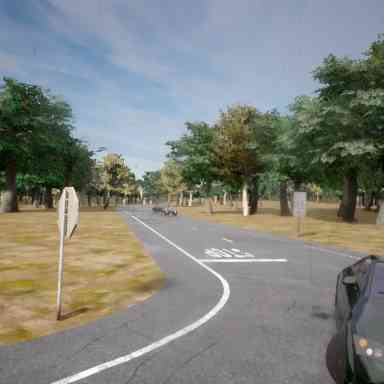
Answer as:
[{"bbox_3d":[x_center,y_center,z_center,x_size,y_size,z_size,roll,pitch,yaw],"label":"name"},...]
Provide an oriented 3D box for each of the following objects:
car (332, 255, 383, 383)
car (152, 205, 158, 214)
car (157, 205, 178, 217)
[{"bbox_3d":[3.105,1.643,4.618,1.994,1.385,4.181,1,-1,22],"label":"car"},{"bbox_3d":[-5.652,2.963,56.882,1.882,1.535,5.008,3,-2,-14],"label":"car"},{"bbox_3d":[-3.410,2.852,48.032,1.895,1.301,4.718,3,-2,-13],"label":"car"}]
